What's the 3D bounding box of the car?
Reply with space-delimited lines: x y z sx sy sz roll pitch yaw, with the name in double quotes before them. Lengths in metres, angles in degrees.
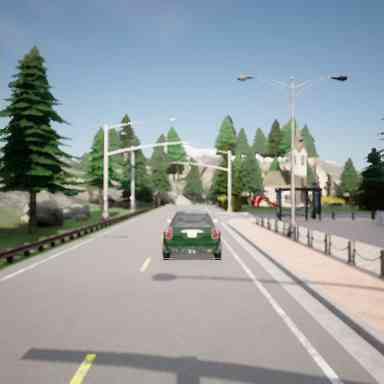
"car" 0.013 1.500 13.402 2.097 1.767 4.553 0 -1 0
